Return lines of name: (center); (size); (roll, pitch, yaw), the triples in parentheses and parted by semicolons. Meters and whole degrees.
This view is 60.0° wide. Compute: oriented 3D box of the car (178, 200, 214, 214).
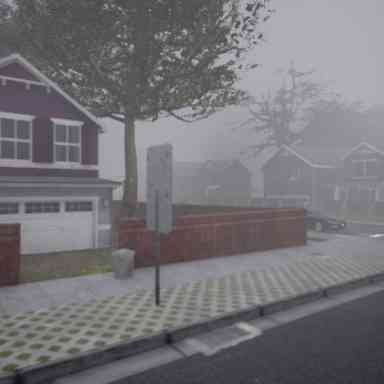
car: (0.116, 1.545, 30.831); (1.882, 1.535, 5.008); (0, 0, -36)

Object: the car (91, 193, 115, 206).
car: (-15.219, 1.210, 56.657); (2.150, 2.045, 5.566); (0, 0, -36)

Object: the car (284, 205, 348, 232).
car: (7.257, 1.622, 20.920); (1.837, 1.490, 4.892); (0, 0, -34)

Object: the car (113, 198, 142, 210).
car: (-8.241, 1.531, 42.311); (1.837, 1.490, 4.892); (0, 0, -36)

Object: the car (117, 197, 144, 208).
car: (-8.988, 1.485, 48.201); (1.882, 1.535, 5.008); (0, 0, -35)
